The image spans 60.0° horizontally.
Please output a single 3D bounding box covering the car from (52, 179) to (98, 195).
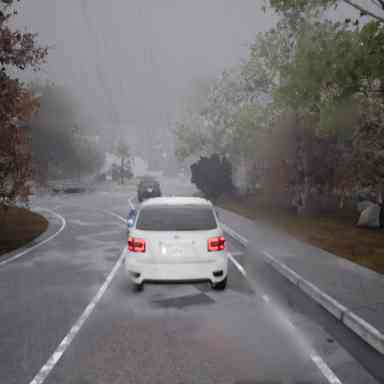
[{"bbox_3d":[-14.064,-0.454,39.701,4.902,1.511,2.128,-2,5,-19],"label":"car"}]

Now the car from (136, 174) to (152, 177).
[{"bbox_3d":[-10.401,-3.324,75.206,4.718,1.301,1.895,2,5,28],"label":"car"}]

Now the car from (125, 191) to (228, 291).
[{"bbox_3d":[-0.394,1.129,8.973,2.150,2.045,5.566,0,1,-2],"label":"car"}]

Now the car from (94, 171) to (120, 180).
[{"bbox_3d":[-18.937,-3.582,74.459,5.566,2.045,2.150,0,5,1],"label":"car"}]

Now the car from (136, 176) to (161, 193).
[{"bbox_3d":[-4.365,-0.212,33.649,2.150,2.045,5.566,-1,5,-10],"label":"car"}]
